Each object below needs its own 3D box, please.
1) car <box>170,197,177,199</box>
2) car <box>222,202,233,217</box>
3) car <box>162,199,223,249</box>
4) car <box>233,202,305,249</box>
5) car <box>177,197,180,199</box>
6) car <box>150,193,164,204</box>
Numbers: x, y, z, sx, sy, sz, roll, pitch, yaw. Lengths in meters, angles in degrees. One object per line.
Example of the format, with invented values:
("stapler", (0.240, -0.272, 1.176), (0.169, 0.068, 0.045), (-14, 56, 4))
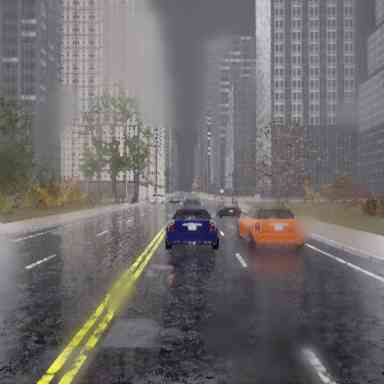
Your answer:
("car", (-3.227, 1.558, 62.654), (1.994, 1.385, 4.181), (0, 0, 0))
("car", (3.261, 1.566, 29.627), (1.994, 1.385, 4.181), (0, 0, 0))
("car", (0.005, 1.365, 14.598), (2.097, 1.767, 4.553), (0, 0, 0))
("car", (3.255, 1.365, 14.596), (2.097, 1.767, 4.553), (0, 0, 0))
("car", (0.011, 1.360, 29.599), (2.097, 1.767, 4.553), (0, 0, 0))
("car", (-6.478, 1.285, 62.626), (2.150, 2.045, 5.566), (0, 0, 0))
